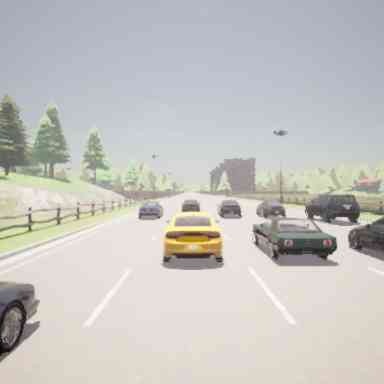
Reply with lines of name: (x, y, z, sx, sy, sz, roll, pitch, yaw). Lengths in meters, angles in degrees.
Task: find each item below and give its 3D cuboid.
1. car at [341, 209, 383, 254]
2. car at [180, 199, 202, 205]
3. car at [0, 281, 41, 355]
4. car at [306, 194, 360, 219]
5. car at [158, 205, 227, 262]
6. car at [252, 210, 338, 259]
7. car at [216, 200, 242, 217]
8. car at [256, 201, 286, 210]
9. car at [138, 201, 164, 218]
car: (7.036, 1.498, 11.087, 1.812, 1.442, 4.674, 0, 0, 0)
car: (-0.109, 1.486, 33.386, 1.837, 1.490, 4.892, 0, 0, -1)
car: (-3.413, 1.556, 3.030, 2.033, 1.411, 5.357, 0, 0, 0)
car: (10.450, 1.175, 25.060, 2.150, 2.045, 5.566, 0, 0, 0)
car: (0.024, 1.470, 12.195, 1.882, 1.535, 5.008, 0, 0, 0)
car: (3.528, 1.583, 12.435, 1.895, 1.301, 4.718, 0, 0, 0)
car: (3.413, 1.477, 30.852, 1.837, 1.490, 4.892, 0, 0, 0)
car: (6.923, 1.487, 29.351, 1.812, 1.442, 4.674, 0, 0, 0)
car: (-3.579, 1.541, 29.549, 2.033, 1.411, 5.357, 0, 0, 0)
